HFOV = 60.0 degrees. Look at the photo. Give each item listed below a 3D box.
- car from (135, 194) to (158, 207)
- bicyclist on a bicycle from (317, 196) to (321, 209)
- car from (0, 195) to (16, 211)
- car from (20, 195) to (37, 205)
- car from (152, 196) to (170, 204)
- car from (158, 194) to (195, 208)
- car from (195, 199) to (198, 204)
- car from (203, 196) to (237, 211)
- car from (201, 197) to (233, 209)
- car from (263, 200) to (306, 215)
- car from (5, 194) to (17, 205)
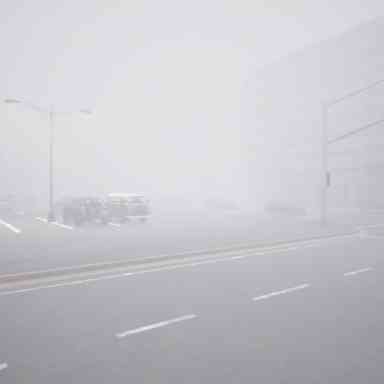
[{"bbox_3d":[-8.854,1.544,66.075,2.128,1.511,4.902,0,0,-35],"label":"car"},{"bbox_3d":[16.592,1.355,42.905,1.656,1.620,0.582,0,0,-35],"label":"bicyclist on a bicycle"},{"bbox_3d":[-21.730,1.451,37.950,1.970,1.475,3.806,0,0,-35],"label":"car"},{"bbox_3d":[-27.204,1.208,55.403,1.932,1.855,4.605,0,0,-35],"label":"car"},{"bbox_3d":[-6.406,1.618,68.517,1.994,1.385,4.181,0,0,-35],"label":"car"},{"bbox_3d":[-2.474,1.276,50.768,2.150,2.045,5.566,0,0,-36],"label":"car"},{"bbox_3d":[-1.005,1.601,61.023,2.033,1.411,5.357,0,0,-35],"label":"car"},{"bbox_3d":[3.622,1.406,42.191,2.097,1.767,4.553,0,0,-35],"label":"car"},{"bbox_3d":[3.554,1.531,48.663,1.882,1.535,5.008,0,0,-35],"label":"car"},{"bbox_3d":[9.380,1.580,34.131,1.812,1.442,4.674,0,0,-36],"label":"car"},{"bbox_3d":[-29.599,1.211,53.777,1.905,1.878,3.866,0,0,-35],"label":"car"}]
